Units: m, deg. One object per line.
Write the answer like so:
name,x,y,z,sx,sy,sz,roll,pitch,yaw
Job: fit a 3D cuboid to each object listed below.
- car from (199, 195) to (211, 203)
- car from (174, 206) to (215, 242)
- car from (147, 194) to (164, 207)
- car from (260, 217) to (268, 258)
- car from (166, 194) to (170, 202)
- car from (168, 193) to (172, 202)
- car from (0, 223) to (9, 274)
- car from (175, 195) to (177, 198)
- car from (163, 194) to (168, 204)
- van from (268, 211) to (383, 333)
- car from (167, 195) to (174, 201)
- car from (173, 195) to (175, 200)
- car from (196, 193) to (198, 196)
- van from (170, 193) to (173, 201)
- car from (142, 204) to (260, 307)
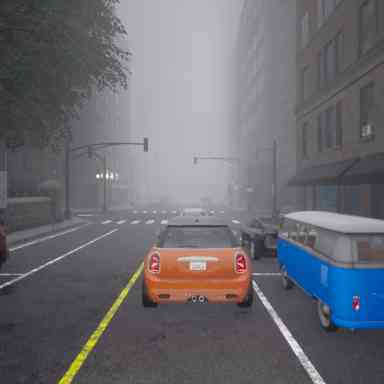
car,2.854,1.410,66.596,1.967,1.590,4.097,0,0,0
car,0.101,1.520,17.114,1.812,1.442,4.674,0,0,0
car,-5.670,1.498,50.038,1.752,1.417,4.829,0,0,0
car,2.856,1.563,12.220,1.947,1.339,4.313,0,0,0
car,-5.670,1.514,61.109,1.887,1.381,4.507,0,0,0
car,-5.671,1.514,66.560,1.887,1.381,4.507,0,0,0
car,-5.669,1.314,6.519,2.192,1.841,5.009,0,0,0
car,-5.672,1.289,82.913,2.192,1.841,5.009,0,0,0
car,-5.670,1.521,55.658,2.008,1.369,4.403,0,0,0
van,2.856,1.340,6.559,1.690,1.788,3.998,0,0,0
car,-5.671,1.502,88.193,1.752,1.417,4.829,0,0,0
car,-5.671,1.523,77.462,2.008,1.369,4.403,0,0,0
car,2.853,1.506,94.009,1.752,1.417,4.829,0,0,0
van,-5.671,1.311,72.011,1.690,1.788,3.998,0,0,0
car,0.102,1.351,8.113,2.097,1.767,4.553,0,0,0
